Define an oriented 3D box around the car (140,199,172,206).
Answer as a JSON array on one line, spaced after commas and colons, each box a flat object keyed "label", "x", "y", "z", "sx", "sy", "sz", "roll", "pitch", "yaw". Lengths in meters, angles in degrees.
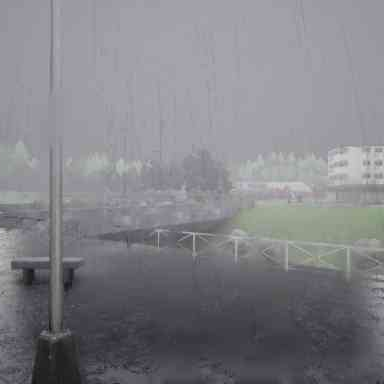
[{"label": "car", "x": -4.583, "y": 1.601, "z": 43.739, "sx": 1.895, "sy": 1.301, "sz": 4.718, "roll": 0, "pitch": 0, "yaw": 36}]
